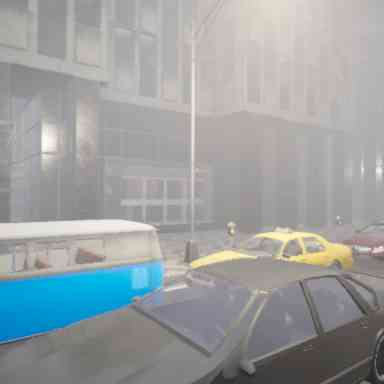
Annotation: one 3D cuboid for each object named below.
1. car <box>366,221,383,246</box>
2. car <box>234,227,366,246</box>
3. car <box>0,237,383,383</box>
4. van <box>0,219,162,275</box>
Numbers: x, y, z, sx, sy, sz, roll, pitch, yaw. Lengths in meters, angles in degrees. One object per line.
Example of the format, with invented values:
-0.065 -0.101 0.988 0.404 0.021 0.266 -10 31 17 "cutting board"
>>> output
6.762 1.693 11.474 4.206 1.307 1.802 1 -1 -35 "car"
2.064 1.583 8.123 4.829 1.417 1.752 1 -1 -35 "car"
0.698 1.572 3.874 5.357 1.411 2.033 1 0 -35 "car"
-2.357 1.349 4.970 3.998 1.788 1.690 1 -1 -35 "van"
